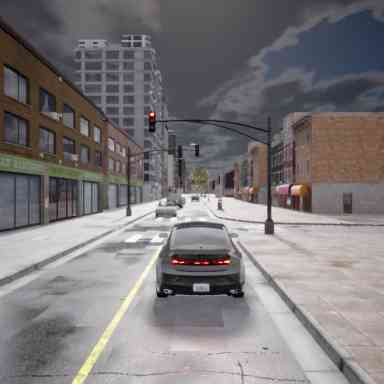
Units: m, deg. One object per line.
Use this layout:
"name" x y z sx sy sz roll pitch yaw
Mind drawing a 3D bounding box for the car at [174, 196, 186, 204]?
"car" -2.193 1.473 63.089 2.128 1.511 4.902 0 0 1

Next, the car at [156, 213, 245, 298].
"car" 0.176 1.505 8.526 1.837 1.490 4.892 0 0 0

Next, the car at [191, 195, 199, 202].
"car" 0.740 1.466 75.138 1.837 1.490 4.892 0 0 1

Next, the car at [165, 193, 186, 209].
"car" -2.404 1.216 45.964 2.150 2.045 5.566 0 0 1

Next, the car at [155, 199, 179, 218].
"car" -2.361 1.602 30.471 1.895 1.301 4.718 0 0 -3
